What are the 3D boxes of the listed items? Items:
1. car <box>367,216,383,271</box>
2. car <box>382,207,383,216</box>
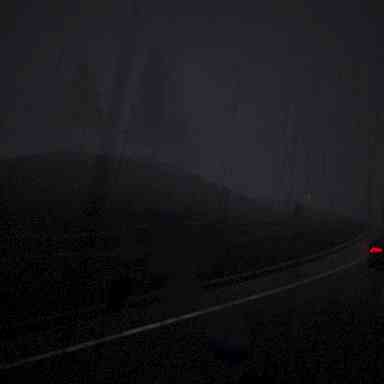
[{"bbox_3d":[6.859,1.545,9.956,2.033,1.411,5.357,0,0,43],"label":"car"},{"bbox_3d":[14.775,1.218,22.945,2.150,2.045,5.566,0,0,21],"label":"car"}]
